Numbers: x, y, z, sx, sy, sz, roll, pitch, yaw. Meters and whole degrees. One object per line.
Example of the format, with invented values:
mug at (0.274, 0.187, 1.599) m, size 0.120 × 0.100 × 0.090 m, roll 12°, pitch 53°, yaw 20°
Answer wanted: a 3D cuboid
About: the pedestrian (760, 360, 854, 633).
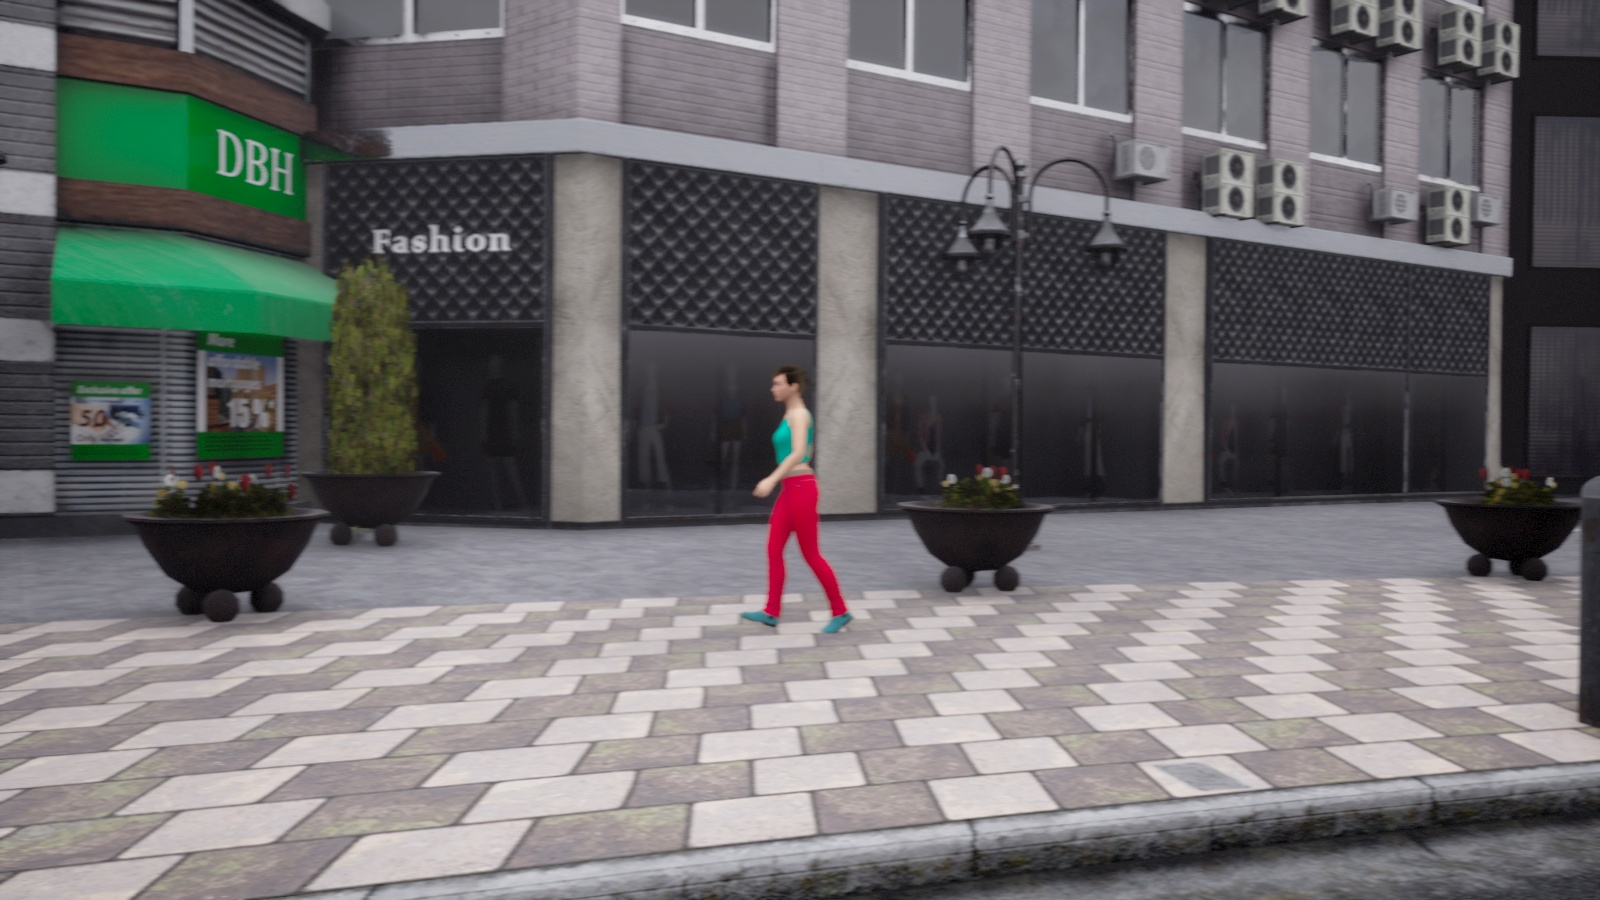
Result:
pedestrian at (0.043, 0.307, 8.663) m, size 0.594 × 1.836 × 0.345 m, roll -1°, pitch 1°, yaw -8°
